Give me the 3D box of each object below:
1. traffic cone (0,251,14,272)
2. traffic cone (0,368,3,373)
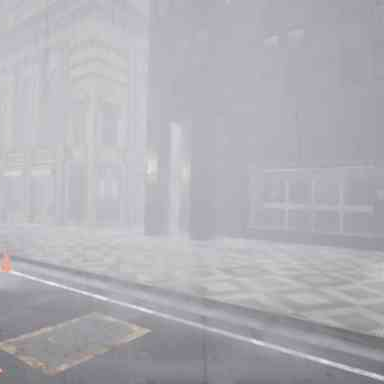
[{"bbox_3d":[-5.710,2.130,10.257,0.340,0.580,0.340,0,-2,36],"label":"traffic cone"},{"bbox_3d":[-2.672,2.031,4.277,0.340,0.580,0.340,0,-2,37],"label":"traffic cone"}]
